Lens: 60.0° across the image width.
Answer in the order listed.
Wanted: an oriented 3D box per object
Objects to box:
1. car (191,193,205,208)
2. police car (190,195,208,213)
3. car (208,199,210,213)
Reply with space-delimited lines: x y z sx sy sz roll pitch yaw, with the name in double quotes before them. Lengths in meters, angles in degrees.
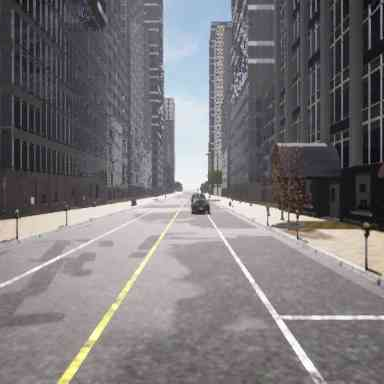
"car" 0.898 1.267 51.515 2.150 2.045 5.566 0 0 0
"police car" 0.900 1.400 35.595 1.930 1.638 5.238 0 0 0
"car" 2.690 1.295 31.572 1.690 1.788 3.998 0 0 0
